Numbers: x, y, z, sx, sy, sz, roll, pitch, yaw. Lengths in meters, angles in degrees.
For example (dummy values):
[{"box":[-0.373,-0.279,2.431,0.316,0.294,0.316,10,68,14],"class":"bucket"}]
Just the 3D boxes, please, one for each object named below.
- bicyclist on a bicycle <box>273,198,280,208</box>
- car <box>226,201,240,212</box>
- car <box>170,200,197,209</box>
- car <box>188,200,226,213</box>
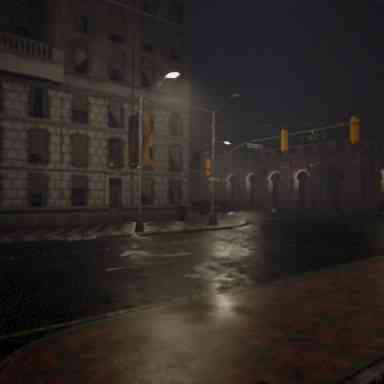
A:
[{"box":[14.060,1.786,55.416,1.656,1.620,0.582,0,0,-36],"class":"bicyclist on a bicycle"},{"box":[4.314,1.850,44.192,1.812,1.442,4.674,1,0,-36],"class":"car"},{"box":[-1.449,1.925,52.242,1.895,1.301,4.718,1,0,-35],"class":"car"},{"box":[1.570,1.777,42.012,2.128,1.511,4.902,1,0,-36],"class":"car"}]
